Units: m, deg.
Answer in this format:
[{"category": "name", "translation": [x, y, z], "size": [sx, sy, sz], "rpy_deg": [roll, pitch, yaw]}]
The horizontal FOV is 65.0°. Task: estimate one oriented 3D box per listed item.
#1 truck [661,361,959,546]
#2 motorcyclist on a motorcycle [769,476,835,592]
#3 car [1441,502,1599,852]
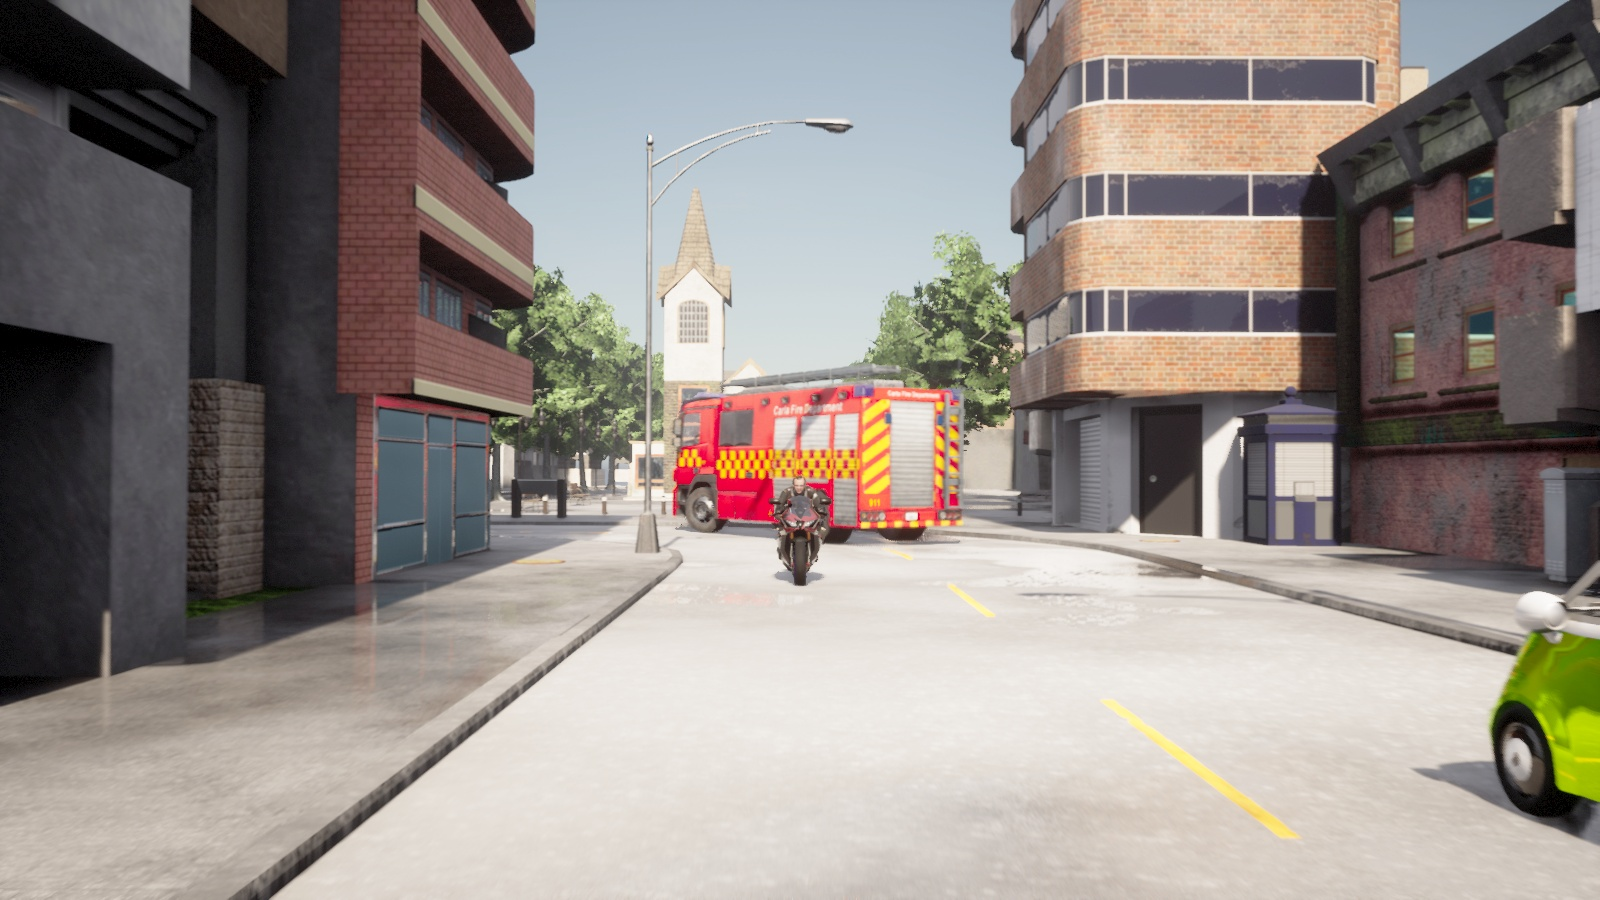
[{"category": "truck", "translation": [-0.086, 0.159, 30.304], "size": [2.891, 3.827, 8.468], "rpy_deg": [1, -1, -34]}, {"category": "motorcyclist on a motorcycle", "translation": [0.001, 1.149, 17.851], "size": [0.866, 1.530, 2.191], "rpy_deg": [0, -1, -1]}, {"category": "car", "translation": [3.986, 0.941, 5.237], "size": [1.481, 1.376, 2.207], "rpy_deg": [0, -1, 0]}]
